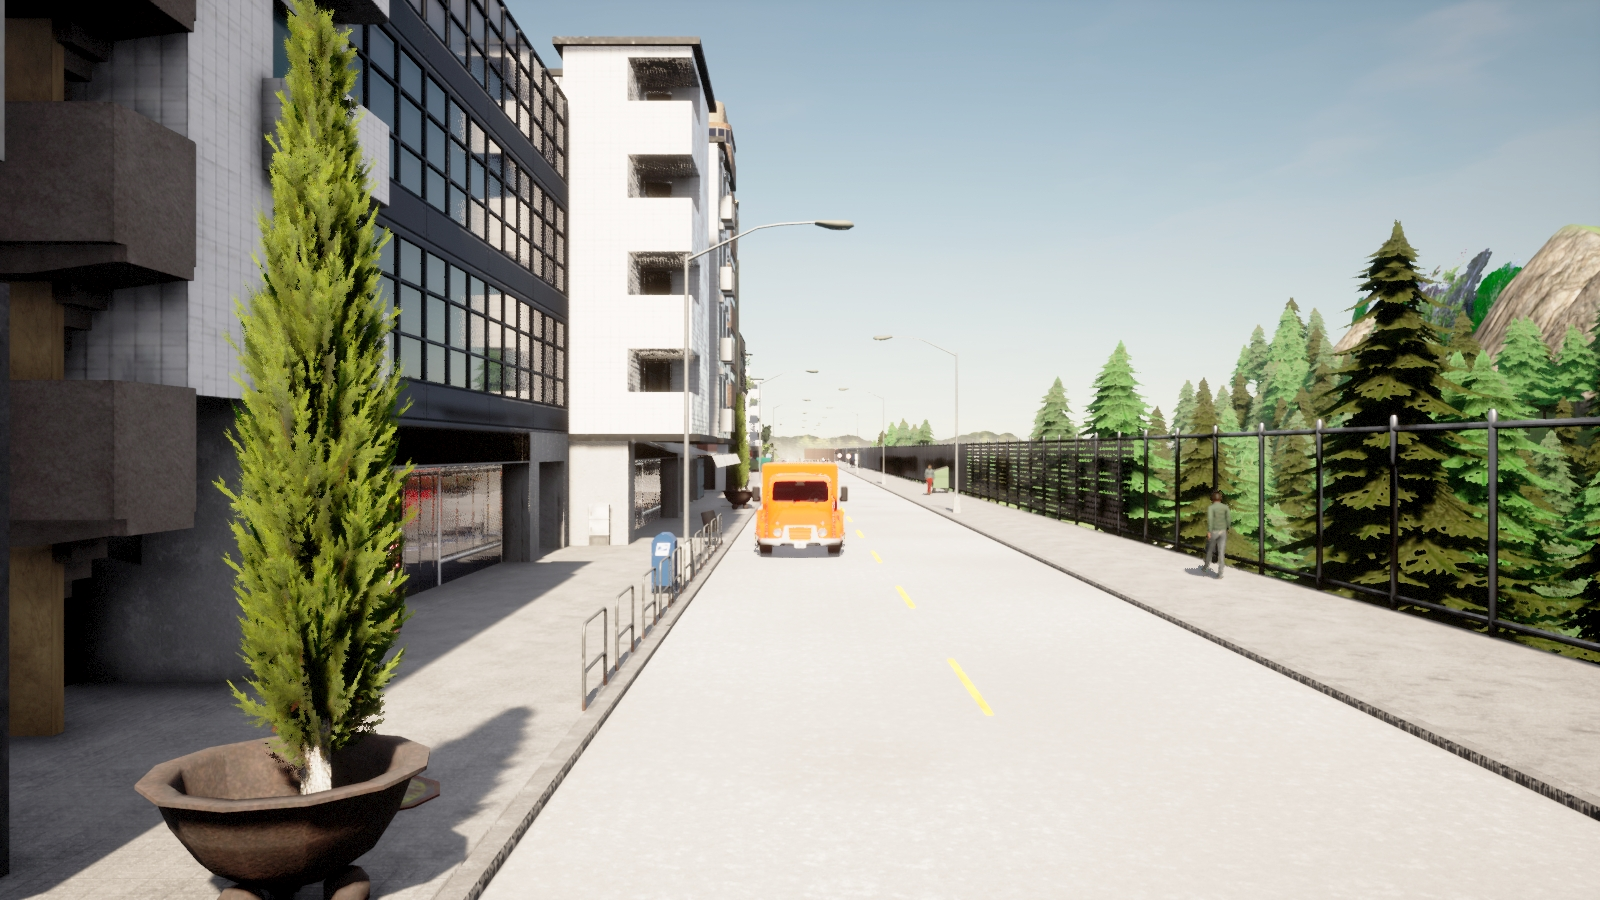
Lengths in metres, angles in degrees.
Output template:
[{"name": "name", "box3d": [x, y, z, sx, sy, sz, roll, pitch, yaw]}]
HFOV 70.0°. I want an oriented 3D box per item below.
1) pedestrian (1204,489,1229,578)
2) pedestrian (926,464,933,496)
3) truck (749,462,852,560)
[{"name": "pedestrian", "box3d": [8.780, 1.754, 24.108, 0.375, 1.860, 0.375, 0, 0, -3]}, {"name": "pedestrian", "box3d": [7.668, 1.771, 67.786, 0.375, 1.860, 0.375, 0, 0, 0]}, {"name": "truck", "box3d": [-0.001, 1.581, 31.740, 2.627, 2.467, 5.204, 0, 0, 0]}]
